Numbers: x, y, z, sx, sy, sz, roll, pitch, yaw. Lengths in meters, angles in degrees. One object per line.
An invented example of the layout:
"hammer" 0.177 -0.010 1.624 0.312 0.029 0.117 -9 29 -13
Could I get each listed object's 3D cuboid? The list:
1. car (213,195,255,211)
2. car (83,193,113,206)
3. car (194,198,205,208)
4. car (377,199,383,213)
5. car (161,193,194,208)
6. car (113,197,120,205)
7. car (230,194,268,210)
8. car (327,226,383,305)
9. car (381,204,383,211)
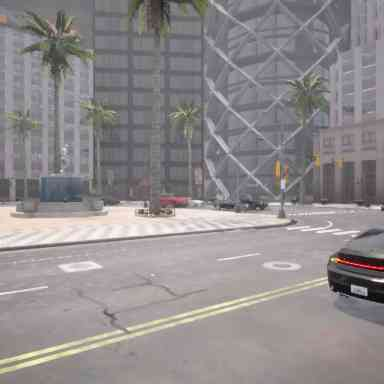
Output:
"car" 4.752 1.492 40.427 2.128 1.511 4.902 0 0 -42
"car" -15.745 1.219 51.580 5.566 2.045 2.150 0 0 5
"car" -0.293 1.526 49.680 4.674 1.442 1.812 0 0 32
"car" 22.393 1.491 34.666 2.128 1.511 4.902 0 0 -35
"car" -3.088 1.222 47.443 5.566 2.045 2.150 0 0 30
"car" -14.705 1.222 54.981 5.566 2.045 2.150 0 0 6
"car" 7.121 1.221 43.111 2.150 2.045 5.566 0 0 -41
"car" 4.956 1.505 7.331 4.892 1.490 1.837 0 0 -35
"car" 12.355 1.221 16.810 5.566 2.045 2.150 0 -1 -28
